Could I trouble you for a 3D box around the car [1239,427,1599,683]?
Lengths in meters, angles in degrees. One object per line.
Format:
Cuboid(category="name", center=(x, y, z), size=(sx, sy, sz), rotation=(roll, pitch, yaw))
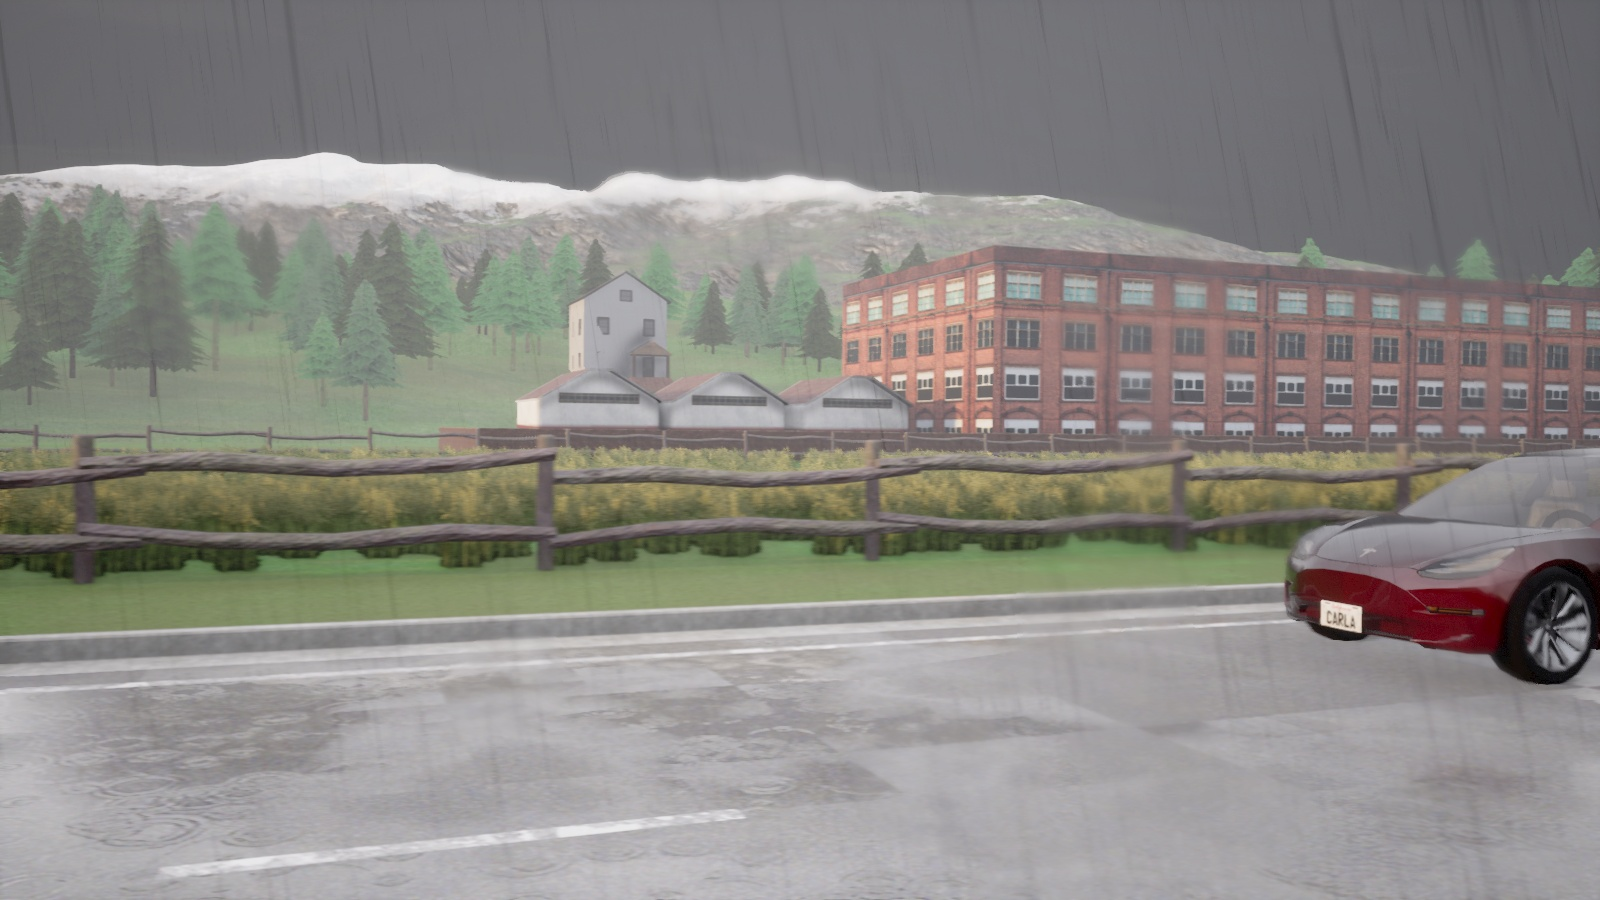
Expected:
Cuboid(category="car", center=(5.921, 0.584, 9.231), size=(4.792, 1.488, 2.163), rotation=(-1, 1, -20))
